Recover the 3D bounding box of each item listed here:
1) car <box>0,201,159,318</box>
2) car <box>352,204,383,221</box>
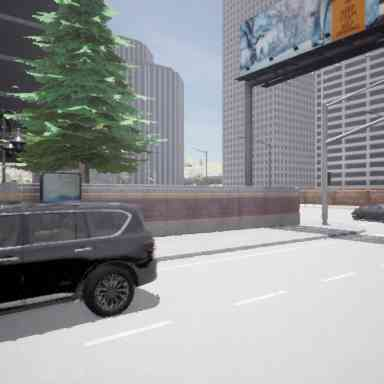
[{"bbox_3d":[-3.286,1.221,5.932,5.566,2.045,2.150,0,0,-35],"label":"car"},{"bbox_3d":[14.196,1.565,24.925,1.994,1.385,4.181,0,0,-21],"label":"car"}]
